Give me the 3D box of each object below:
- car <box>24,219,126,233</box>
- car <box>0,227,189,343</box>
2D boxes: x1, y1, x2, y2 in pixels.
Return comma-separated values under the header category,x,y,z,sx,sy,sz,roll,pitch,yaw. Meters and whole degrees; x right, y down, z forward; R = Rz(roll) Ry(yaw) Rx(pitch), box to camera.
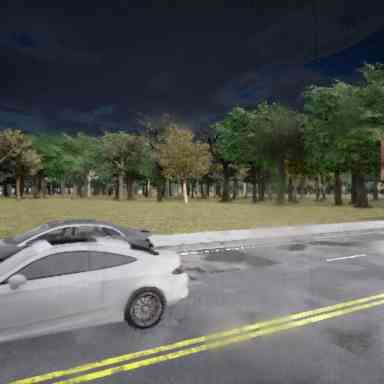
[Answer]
category,x,y,z,sx,sy,sz,roll,pitch,yaw
car,-3.390,1.491,8.677,4.902,1.511,2.128,0,0,-28
car,-2.297,1.525,5.560,4.674,1.442,1.812,0,0,-28
